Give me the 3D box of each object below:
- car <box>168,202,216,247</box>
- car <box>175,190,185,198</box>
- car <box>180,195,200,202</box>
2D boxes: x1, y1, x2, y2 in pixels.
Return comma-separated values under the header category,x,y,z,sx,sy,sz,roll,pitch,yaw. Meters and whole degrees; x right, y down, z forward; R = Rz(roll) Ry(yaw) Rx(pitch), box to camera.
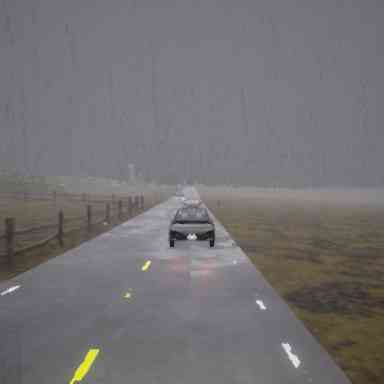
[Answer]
category,x,y,z,sx,sy,sz,roll,pitch,yaw
car,0.000,1.432,14.644,2.128,1.511,4.902,0,1,0
car,-2.750,0.333,75.956,2.097,1.767,4.553,0,1,0
car,0.000,1.294,29.642,1.812,1.442,4.674,0,1,0
